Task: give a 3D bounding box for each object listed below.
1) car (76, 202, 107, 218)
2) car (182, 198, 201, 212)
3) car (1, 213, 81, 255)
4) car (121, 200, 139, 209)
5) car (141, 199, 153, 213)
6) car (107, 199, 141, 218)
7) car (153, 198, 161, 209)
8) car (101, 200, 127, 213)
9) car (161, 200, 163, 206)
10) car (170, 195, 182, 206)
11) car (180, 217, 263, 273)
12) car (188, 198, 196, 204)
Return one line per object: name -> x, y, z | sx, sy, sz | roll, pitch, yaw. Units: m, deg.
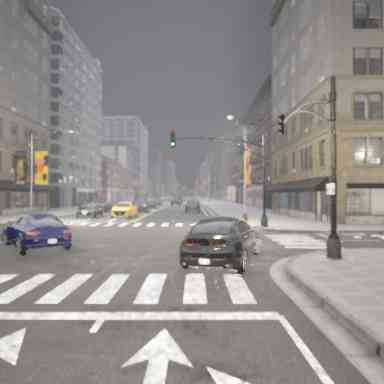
car -> -9.890, 1.717, 32.661 | 2.128, 1.511, 4.902 | 0, 0, -3
car -> 0.101, 1.788, 43.117 | 2.128, 1.511, 4.902 | 0, 0, 0
car -> -6.459, 1.614, 13.793 | 1.812, 1.442, 4.674 | 1, -1, -38
car -> -9.750, 1.958, 52.434 | 1.895, 1.301, 4.718 | 0, 0, 0
car -> -6.557, 1.641, 42.050 | 2.097, 1.767, 4.553 | 0, 0, 0
car -> -6.589, 1.704, 32.786 | 1.882, 1.535, 5.008 | 0, 0, 0
car -> -6.500, 1.917, 51.841 | 1.994, 1.385, 4.181 | 0, 0, 0
car -> -9.812, 1.839, 42.407 | 2.033, 1.411, 5.357 | 0, 0, 1
car -> -6.501, 1.923, 61.924 | 1.837, 1.490, 4.892 | 0, 0, 0
car -> -3.251, 1.947, 65.632 | 1.837, 1.490, 4.892 | 0, 0, 0
car -> 1.104, 1.585, 11.094 | 1.837, 1.490, 4.892 | -2, 0, 19
car -> -0.001, 2.125, 79.112 | 1.895, 1.301, 4.718 | 0, 0, 0
